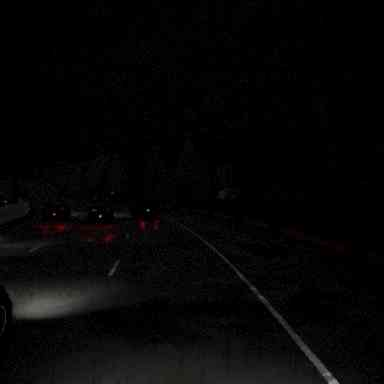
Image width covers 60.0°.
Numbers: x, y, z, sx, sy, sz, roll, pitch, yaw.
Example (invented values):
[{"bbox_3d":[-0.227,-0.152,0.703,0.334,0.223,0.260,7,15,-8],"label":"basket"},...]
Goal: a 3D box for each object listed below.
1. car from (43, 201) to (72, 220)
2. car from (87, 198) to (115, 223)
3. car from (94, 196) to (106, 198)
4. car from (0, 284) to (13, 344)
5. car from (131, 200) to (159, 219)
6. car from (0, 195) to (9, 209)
[{"bbox_3d":[-11.268,1.491,27.931,2.128,1.511,4.902,0,0,-16],"label":"car"},{"bbox_3d":[-7.028,1.483,25.751,2.128,1.511,4.902,0,0,-14],"label":"car"},{"bbox_3d":[-15.292,1.360,54.774,2.097,1.767,4.553,0,0,-29],"label":"car"},{"bbox_3d":[-3.639,1.531,3.242,1.812,1.442,4.674,0,0,-2],"label":"car"},{"bbox_3d":[-4.081,1.493,28.485,2.033,1.649,4.856,0,0,-16],"label":"car"},{"bbox_3d":[-27.015,1.373,46.908,2.097,1.767,4.553,0,0,-28],"label":"car"}]
